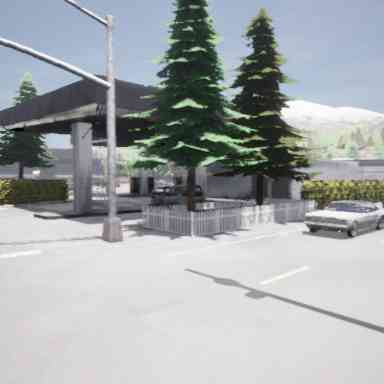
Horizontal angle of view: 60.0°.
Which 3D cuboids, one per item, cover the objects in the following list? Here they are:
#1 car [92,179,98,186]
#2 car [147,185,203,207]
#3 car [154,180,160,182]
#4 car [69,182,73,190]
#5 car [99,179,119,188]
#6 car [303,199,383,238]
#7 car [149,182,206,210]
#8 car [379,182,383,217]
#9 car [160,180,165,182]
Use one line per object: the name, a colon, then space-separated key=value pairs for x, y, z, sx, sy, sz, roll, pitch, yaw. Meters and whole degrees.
car: x=-26.921 y=-2.528 z=86.451 sx=1.905 sy=1.878 sz=3.866 roll=-2 pitch=3 yaw=-43
car: x=-1.454 y=0.311 z=29.486 sx=4.611 sy=1.667 sz=2.242 roll=-2 pitch=3 yaw=-43
car: x=-9.862 y=-1.916 z=77.503 sx=1.845 sy=1.501 sz=3.633 roll=-2 pitch=3 yaw=-43
car: x=-21.162 y=-0.963 z=56.686 sx=1.970 sy=1.475 sz=3.806 roll=-2 pitch=3 yaw=-43
car: x=-17.256 y=-1.640 z=70.787 sx=2.007 sy=1.523 sz=4.514 roll=-2 pitch=3 yaw=-43
car: x=6.857 y=1.066 z=14.611 sx=4.718 sy=1.301 sz=1.895 roll=-2 pitch=3 yaw=-42
car: x=-0.825 y=0.450 z=22.381 sx=3.866 sy=1.878 sz=1.905 roll=-2 pitch=3 yaw=-43
car: x=14.076 y=0.400 z=21.063 sx=5.566 sy=2.045 sz=2.150 roll=-2 pitch=3 yaw=-42
car: x=-8.448 y=-2.553 z=93.697 sx=1.970 sy=1.475 sz=3.806 roll=-2 pitch=3 yaw=-43
